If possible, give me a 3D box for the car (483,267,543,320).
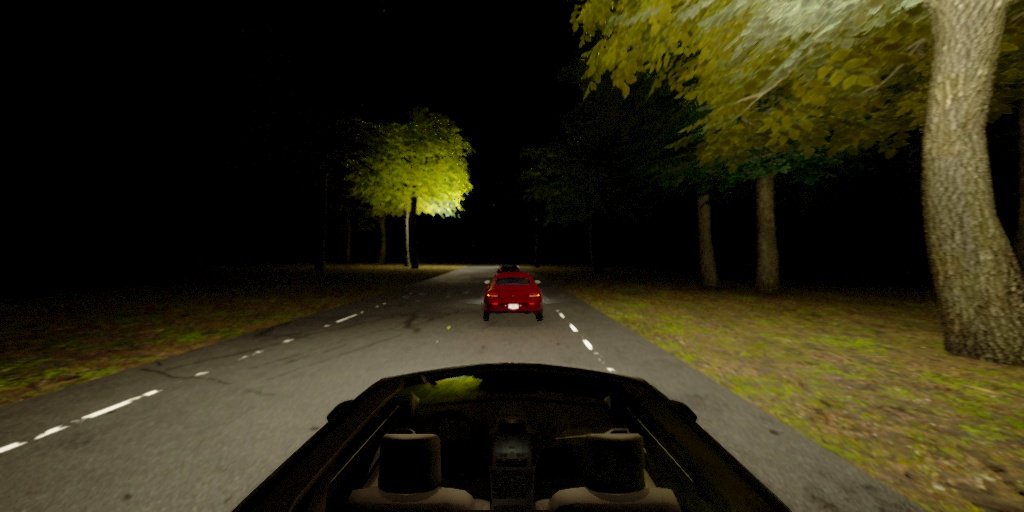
[{"bbox_3d":[0.021,1.262,12.354,1.812,1.442,4.674,0,0,-1],"label":"car"}]

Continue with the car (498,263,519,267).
[{"bbox_3d":[-0.319,1.312,31.852,1.994,1.385,4.181,0,0,-1],"label":"car"}]
